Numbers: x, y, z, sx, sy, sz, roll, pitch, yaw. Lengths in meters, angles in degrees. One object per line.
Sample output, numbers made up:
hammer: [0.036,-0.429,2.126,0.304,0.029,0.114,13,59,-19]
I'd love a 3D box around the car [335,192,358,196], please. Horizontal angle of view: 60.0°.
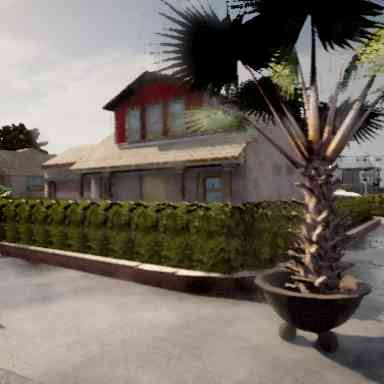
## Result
car: [30.175,1.078,63.635,3.866,1.878,1.905,0,0,-19]
